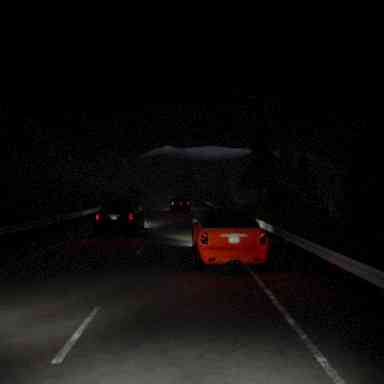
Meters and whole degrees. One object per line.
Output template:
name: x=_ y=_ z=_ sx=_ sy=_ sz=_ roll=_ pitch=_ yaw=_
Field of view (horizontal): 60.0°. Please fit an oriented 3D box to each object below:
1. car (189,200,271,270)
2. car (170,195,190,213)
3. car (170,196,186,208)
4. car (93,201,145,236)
car: x=1.079 y=1.297 z=11.060 sx=2.097 sy=1.767 sz=4.553 roll=0 pitch=0 yaw=-1
car: x=-1.230 y=1.183 z=34.772 sx=2.097 sy=1.767 sz=4.553 roll=0 pitch=0 yaw=-3
car: x=-1.978 y=1.325 z=45.750 sx=2.033 sy=1.411 sz=5.357 roll=0 pitch=0 yaw=-4
car: x=-3.802 y=1.265 z=17.991 sx=2.097 sy=1.767 sz=4.553 roll=0 pitch=0 yaw=-2
